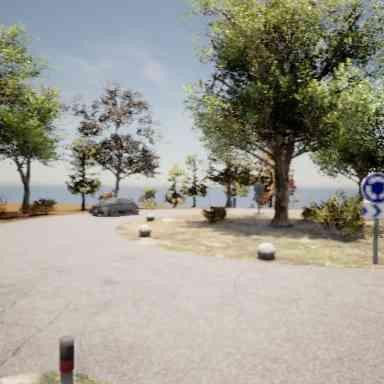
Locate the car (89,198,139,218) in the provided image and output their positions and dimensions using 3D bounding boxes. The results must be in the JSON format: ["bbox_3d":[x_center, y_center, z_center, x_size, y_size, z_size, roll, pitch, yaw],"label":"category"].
[{"bbox_3d":[-6.098,1.205,26.316,1.994,1.385,4.181,1,1,31],"label":"car"}]
